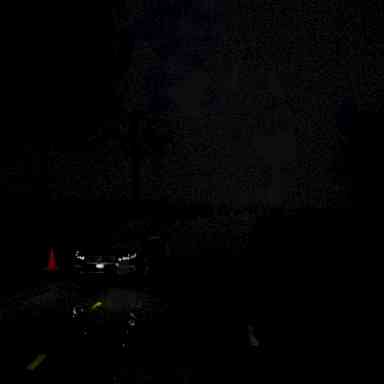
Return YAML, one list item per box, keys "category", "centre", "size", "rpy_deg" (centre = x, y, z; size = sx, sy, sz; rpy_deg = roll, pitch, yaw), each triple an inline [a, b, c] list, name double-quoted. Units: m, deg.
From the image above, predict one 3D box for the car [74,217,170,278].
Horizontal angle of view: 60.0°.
- category: "car"
  centre: [-1.930, 1.593, 10.522]
  size: [1.837, 1.490, 4.892]
  rpy_deg: [-1, -1, 8]

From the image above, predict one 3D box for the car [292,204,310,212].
- category: "car"
  centre: [18.510, 2.765, 56.235]
  size: [1.994, 1.385, 4.181]
  rpy_deg: [-1, -3, 35]

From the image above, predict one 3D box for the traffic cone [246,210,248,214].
- category: "traffic cone"
  centre: [7.286, 2.605, 44.149]
  size: [0.340, 0.580, 0.340]
  rpy_deg: [-1, -2, 31]

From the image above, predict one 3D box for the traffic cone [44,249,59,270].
- category: "traffic cone"
  centre: [-4.296, 2.046, 10.190]
  size: [0.340, 0.580, 0.340]
  rpy_deg: [0, -1, 7]

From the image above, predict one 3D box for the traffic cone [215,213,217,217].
- category: "traffic cone"
  centre: [2.532, 2.347, 34.990]
  size: [0.340, 0.580, 0.340]
  rpy_deg: [-1, -2, 24]
